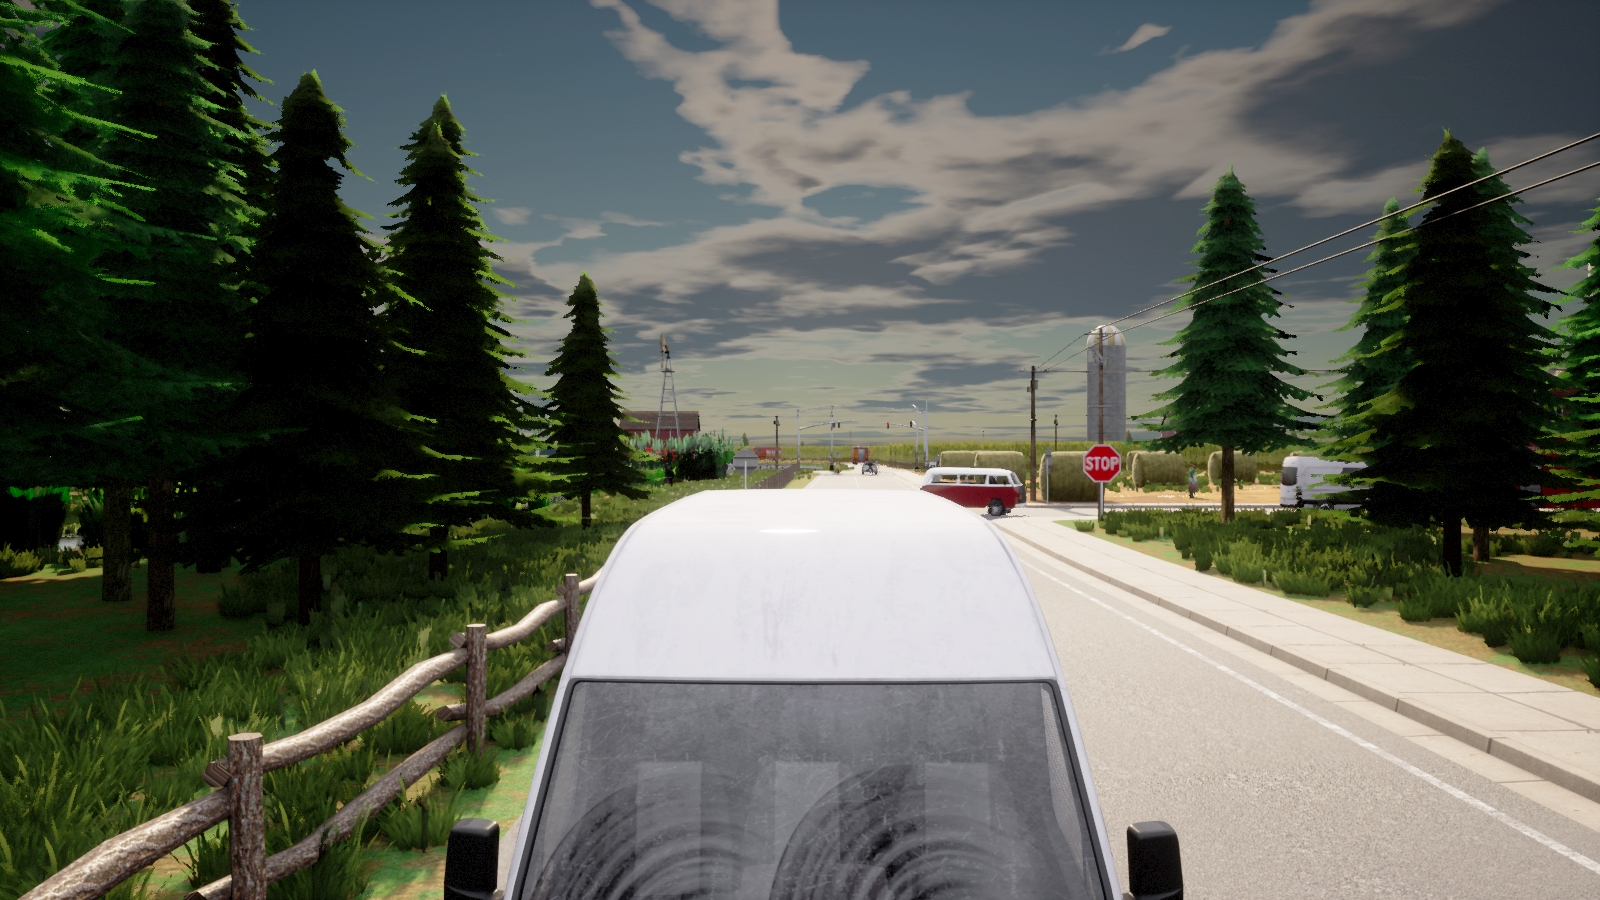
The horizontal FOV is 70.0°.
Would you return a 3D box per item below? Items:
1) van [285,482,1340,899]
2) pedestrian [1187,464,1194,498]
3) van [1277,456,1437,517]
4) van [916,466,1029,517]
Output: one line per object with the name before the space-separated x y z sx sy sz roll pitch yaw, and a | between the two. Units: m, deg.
van | 0.056 1.508 5.110 1.988 2.561 5.915 0 0 1
pedestrian | 21.463 1.682 62.798 0.375 1.860 0.375 0 0 21
van | 23.853 1.535 49.092 5.915 2.561 1.988 0 0 -1
van | 7.493 1.771 49.442 4.480 2.038 2.069 0 0 21
